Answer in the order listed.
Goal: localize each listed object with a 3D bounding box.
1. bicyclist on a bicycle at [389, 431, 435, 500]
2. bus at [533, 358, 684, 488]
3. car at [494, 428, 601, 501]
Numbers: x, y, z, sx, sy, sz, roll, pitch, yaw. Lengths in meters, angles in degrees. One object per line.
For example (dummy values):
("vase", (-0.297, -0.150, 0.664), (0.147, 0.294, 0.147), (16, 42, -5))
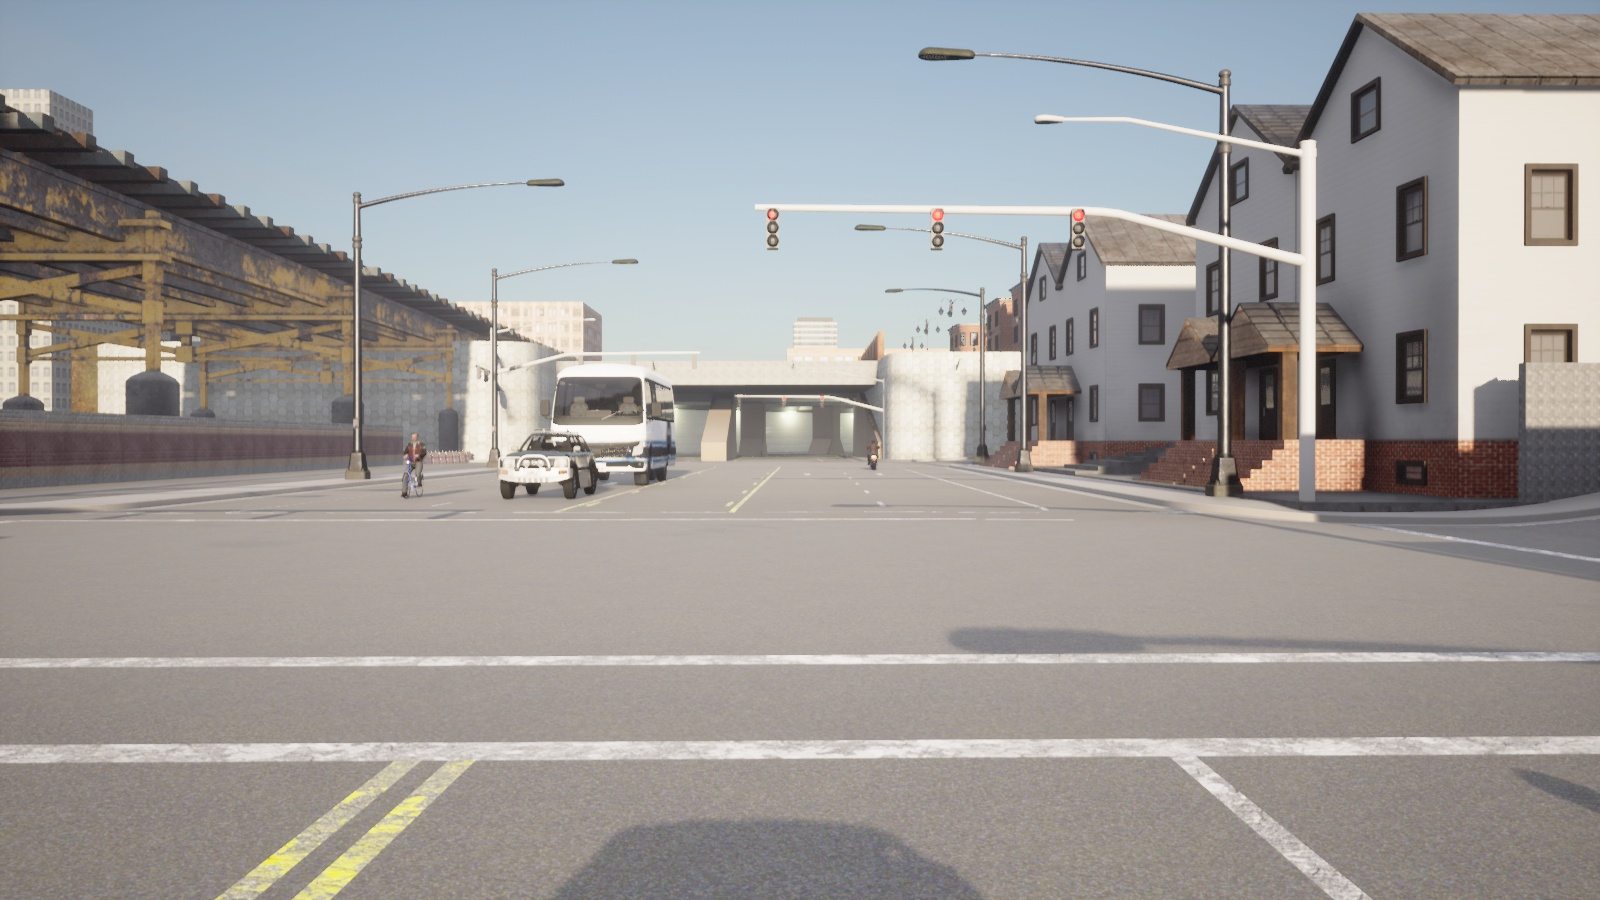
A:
("bicyclist on a bicycle", (-10.293, 0.405, 33.368), (0.659, 1.776, 1.843), (0, 0, 0))
("bus", (-6.718, -0.917, 46.124), (3.944, 4.253, 10.273), (0, 0, 0))
("car", (-6.784, 0.349, 34.192), (1.932, 1.855, 4.605), (0, 0, 1))
